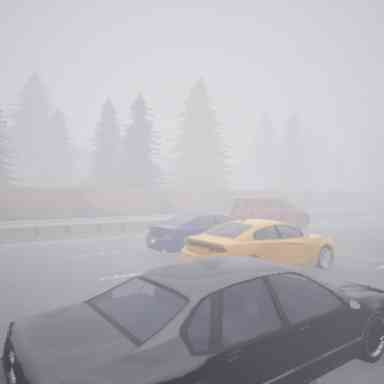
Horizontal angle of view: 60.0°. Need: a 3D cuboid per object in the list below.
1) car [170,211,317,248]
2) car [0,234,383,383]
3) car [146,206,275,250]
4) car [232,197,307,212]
[{"bbox_3d":[2.079,1.519,9.548,5.008,1.535,1.882,1,0,-36],"label":"car"},{"bbox_3d":[0.593,1.564,4.181,5.357,1.411,2.033,0,0,-36],"label":"car"},{"bbox_3d":[0.680,1.527,12.850,5.008,1.535,1.882,0,0,-36],"label":"car"},{"bbox_3d":[4.719,1.311,20.043,5.566,2.045,2.150,0,0,-36],"label":"car"}]
